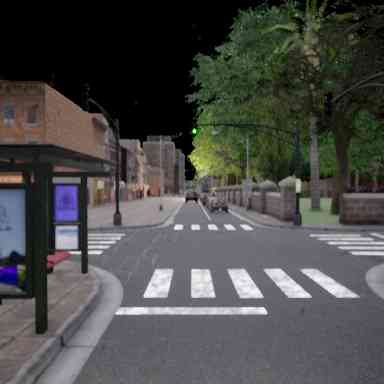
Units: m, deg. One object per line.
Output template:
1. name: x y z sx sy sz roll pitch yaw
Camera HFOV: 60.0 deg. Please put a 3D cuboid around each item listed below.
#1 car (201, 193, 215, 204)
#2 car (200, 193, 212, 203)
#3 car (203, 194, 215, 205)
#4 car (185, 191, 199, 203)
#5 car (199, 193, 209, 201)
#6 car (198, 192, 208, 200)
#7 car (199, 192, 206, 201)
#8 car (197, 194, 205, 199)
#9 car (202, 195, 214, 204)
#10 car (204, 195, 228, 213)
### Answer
1. car: 2.571 1.255 43.685 2.008 1.369 4.403 -1 0 0
2. car: 2.548 1.081 60.035 1.967 1.590 4.097 -1 0 0
3. car: 2.578 1.256 38.403 1.752 1.417 4.829 -1 0 0
4. car: -0.070 0.871 57.367 2.150 2.045 5.566 0 0 0
5. car: 2.534 1.049 70.935 1.967 1.590 4.097 -1 0 0
6. car: 2.525 0.912 76.385 2.192 1.841 5.009 -1 0 0
7. car: 2.560 0.997 49.133 2.192 1.841 5.009 -1 0 0
8. car: 2.509 1.143 92.736 1.947 1.339 4.313 -1 0 0
9. car: 2.557 1.185 54.754 1.752 1.417 4.829 -1 0 0
10. car: 2.585 1.313 32.784 2.008 1.369 4.403 -1 0 0
